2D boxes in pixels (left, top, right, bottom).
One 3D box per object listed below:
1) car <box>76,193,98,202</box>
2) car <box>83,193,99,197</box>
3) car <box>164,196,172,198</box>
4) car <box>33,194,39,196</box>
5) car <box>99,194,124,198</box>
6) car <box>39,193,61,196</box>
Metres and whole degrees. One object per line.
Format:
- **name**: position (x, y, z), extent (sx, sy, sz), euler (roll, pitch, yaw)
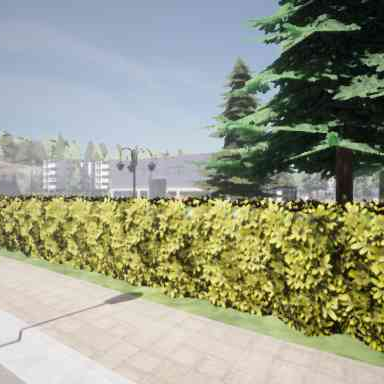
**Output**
- **car**: position (-21.339, 1.074, 67.576), extent (1.905, 1.878, 3.866), euler (0, 0, 39)
- **car**: position (-18.837, 1.095, 66.043), extent (1.932, 1.855, 4.605), euler (0, 0, 39)
- **car**: position (-4.603, 1.371, 54.095), extent (1.845, 1.501, 3.633), euler (0, 0, 39)
- **car**: position (-36.352, 1.230, 79.569), extent (1.970, 1.475, 3.806), euler (0, 0, 39)
- **car**: position (-11.628, 1.382, 50.275), extent (1.970, 1.475, 3.806), euler (0, 0, 39)
- **car**: position (-31.200, 1.151, 75.729), extent (2.152, 1.636, 5.027), euler (0, 0, 39)
